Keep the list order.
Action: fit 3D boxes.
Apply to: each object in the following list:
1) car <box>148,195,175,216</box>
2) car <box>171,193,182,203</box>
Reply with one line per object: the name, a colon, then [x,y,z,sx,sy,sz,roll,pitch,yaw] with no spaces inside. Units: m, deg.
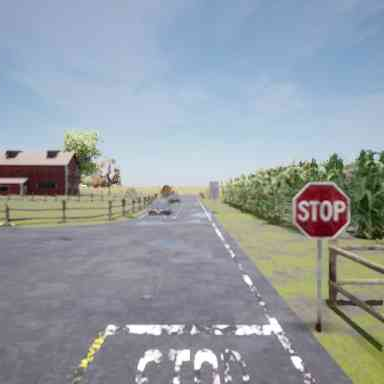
car: [-2.738,1.319,29.418,1.812,1.442,4.674,0,2,0]
car: [-2.738,1.009,53.914,1.837,1.490,4.892,0,1,0]
